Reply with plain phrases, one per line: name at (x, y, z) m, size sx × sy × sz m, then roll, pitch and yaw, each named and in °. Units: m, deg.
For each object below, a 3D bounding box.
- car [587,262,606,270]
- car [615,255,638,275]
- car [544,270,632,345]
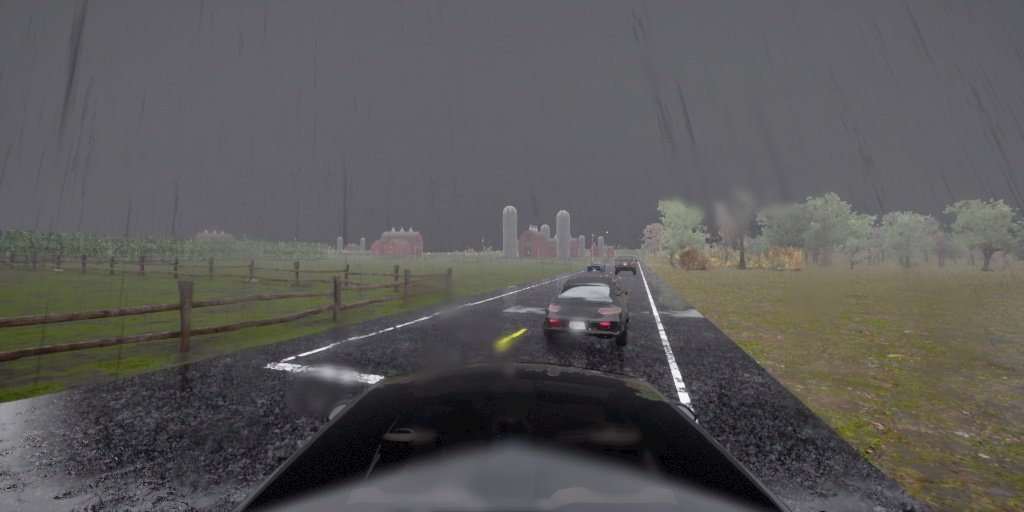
car at (10.340, 1.340, 43.910) m, size 1.895 × 1.301 × 4.718 m, roll 0°, pitch 0°, yaw 19°
car at (12.553, 0.961, 39.473) m, size 2.150 × 2.045 × 5.566 m, roll 0°, pitch 0°, yaw 20°
car at (2.127, 1.274, 9.532) m, size 1.812 × 1.442 × 4.674 m, roll 0°, pitch 0°, yaw 19°
